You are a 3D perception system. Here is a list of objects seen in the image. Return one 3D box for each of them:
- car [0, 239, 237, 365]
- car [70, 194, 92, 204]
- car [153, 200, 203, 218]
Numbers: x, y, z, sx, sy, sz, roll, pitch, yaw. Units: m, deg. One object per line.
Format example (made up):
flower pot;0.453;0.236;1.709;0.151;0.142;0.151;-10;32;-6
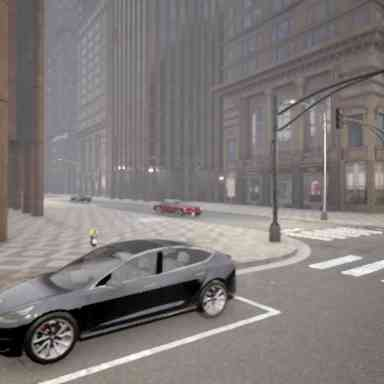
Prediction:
car;-1.108;1.568;5.856;4.313;1.339;1.947;0;0;-36
car;-15.491;0.919;46.348;1.895;1.301;4.718;0;1;-35
car;-1.178;1.291;26.424;1.895;1.301;4.718;0;1;-36
